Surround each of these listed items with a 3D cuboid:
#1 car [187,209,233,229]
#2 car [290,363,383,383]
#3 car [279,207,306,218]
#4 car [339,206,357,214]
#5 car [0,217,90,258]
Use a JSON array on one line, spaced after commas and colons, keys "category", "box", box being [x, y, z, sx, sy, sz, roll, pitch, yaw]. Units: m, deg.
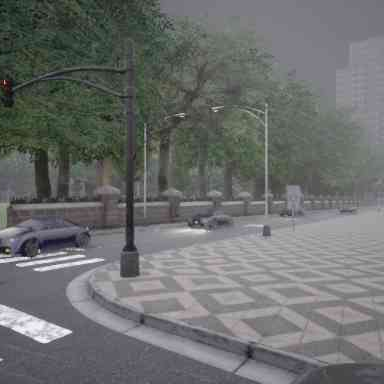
[{"category": "car", "box": [1.462, 2.036, 25.476, 1.994, 1.385, 4.181, 0, -1, 35]}, {"category": "car", "box": [2.380, 1.551, 1.263, 4.403, 1.369, 2.008, 0, 0, 36]}, {"category": "car", "box": [12.453, 2.419, 40.958, 2.033, 1.411, 5.357, 0, -1, 36]}, {"category": "car", "box": [25.180, 2.844, 53.470, 1.895, 1.301, 4.718, 0, -1, 36]}, {"category": "car", "box": [-6.174, 1.747, 13.623, 1.994, 1.385, 4.181, 0, -1, 26]}]
